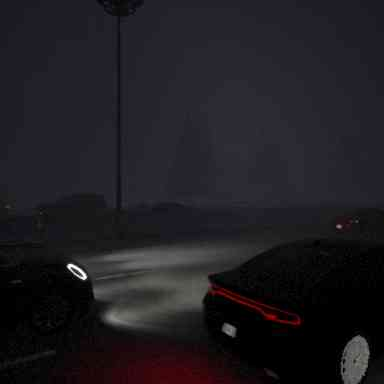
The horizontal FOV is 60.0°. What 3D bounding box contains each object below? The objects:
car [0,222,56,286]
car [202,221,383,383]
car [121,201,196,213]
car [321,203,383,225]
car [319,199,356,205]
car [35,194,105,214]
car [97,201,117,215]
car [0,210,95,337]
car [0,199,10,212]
[{"bbox_3d":[-5.986,1.579,8.004,4.718,1.301,1.895,0,0,-35],"label":"car"},{"bbox_3d":[2.509,1.471,5.277,5.008,1.535,1.882,0,0,-33],"label":"car"},{"bbox_3d":[-2.081,1.434,23.234,5.008,1.535,1.882,0,0,-30],"label":"car"},{"bbox_3d":[9.203,1.505,17.317,4.674,1.442,1.812,0,0,-28],"label":"car"},{"bbox_3d":[19.763,1.544,45.173,4.718,1.301,1.895,0,0,-20],"label":"car"},{"bbox_3d":[-9.615,1.163,26.834,5.566,2.045,2.150,0,0,-32],"label":"car"},{"bbox_3d":[-4.537,1.550,25.865,4.718,1.301,1.895,0,0,-31],"label":"car"},{"bbox_3d":[-3.905,1.337,5.134,4.553,1.767,2.097,0,0,-36],"label":"car"},{"bbox_3d":[-16.897,1.286,26.167,4.553,1.767,2.097,0,0,-34],"label":"car"}]
